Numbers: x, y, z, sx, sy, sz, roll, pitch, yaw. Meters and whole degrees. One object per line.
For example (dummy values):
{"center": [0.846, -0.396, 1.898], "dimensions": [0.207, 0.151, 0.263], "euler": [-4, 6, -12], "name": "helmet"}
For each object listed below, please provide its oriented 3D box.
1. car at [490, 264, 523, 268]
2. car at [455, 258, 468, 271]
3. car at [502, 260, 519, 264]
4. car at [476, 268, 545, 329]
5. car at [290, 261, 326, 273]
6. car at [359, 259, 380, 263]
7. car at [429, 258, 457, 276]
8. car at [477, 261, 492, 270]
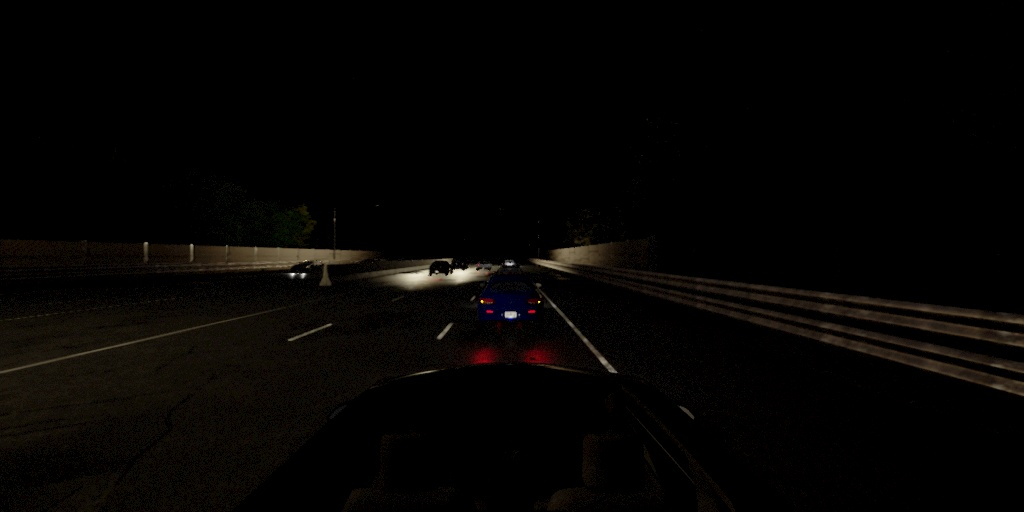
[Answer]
{"center": [-0.135, 1.343, 21.741], "dimensions": [1.895, 1.301, 4.718], "euler": [0, 0, -1], "name": "car"}
{"center": [-7.324, 1.085, 49.629], "dimensions": [2.097, 1.767, 4.553], "euler": [0, 0, -1], "name": "car"}
{"center": [-0.125, 1.231, 30.666], "dimensions": [2.128, 1.511, 4.902], "euler": [0, 0, -1], "name": "car"}
{"center": [-0.045, 1.272, 11.076], "dimensions": [1.812, 1.442, 4.674], "euler": [0, 0, 0], "name": "car"}
{"center": [-24.873, 1.283, 44.096], "dimensions": [2.033, 1.411, 5.357], "euler": [0, 0, 0], "name": "car"}
{"center": [-17.875, 1.150, 44.930], "dimensions": [2.097, 1.767, 4.553], "euler": [0, 0, -1], "name": "car"}
{"center": [-7.188, 1.242, 36.629], "dimensions": [1.837, 1.490, 4.892], "euler": [0, 0, -1], "name": "car"}
{"center": [-3.829, 1.333, 50.143], "dimensions": [1.895, 1.301, 4.718], "euler": [0, 0, -1], "name": "car"}
